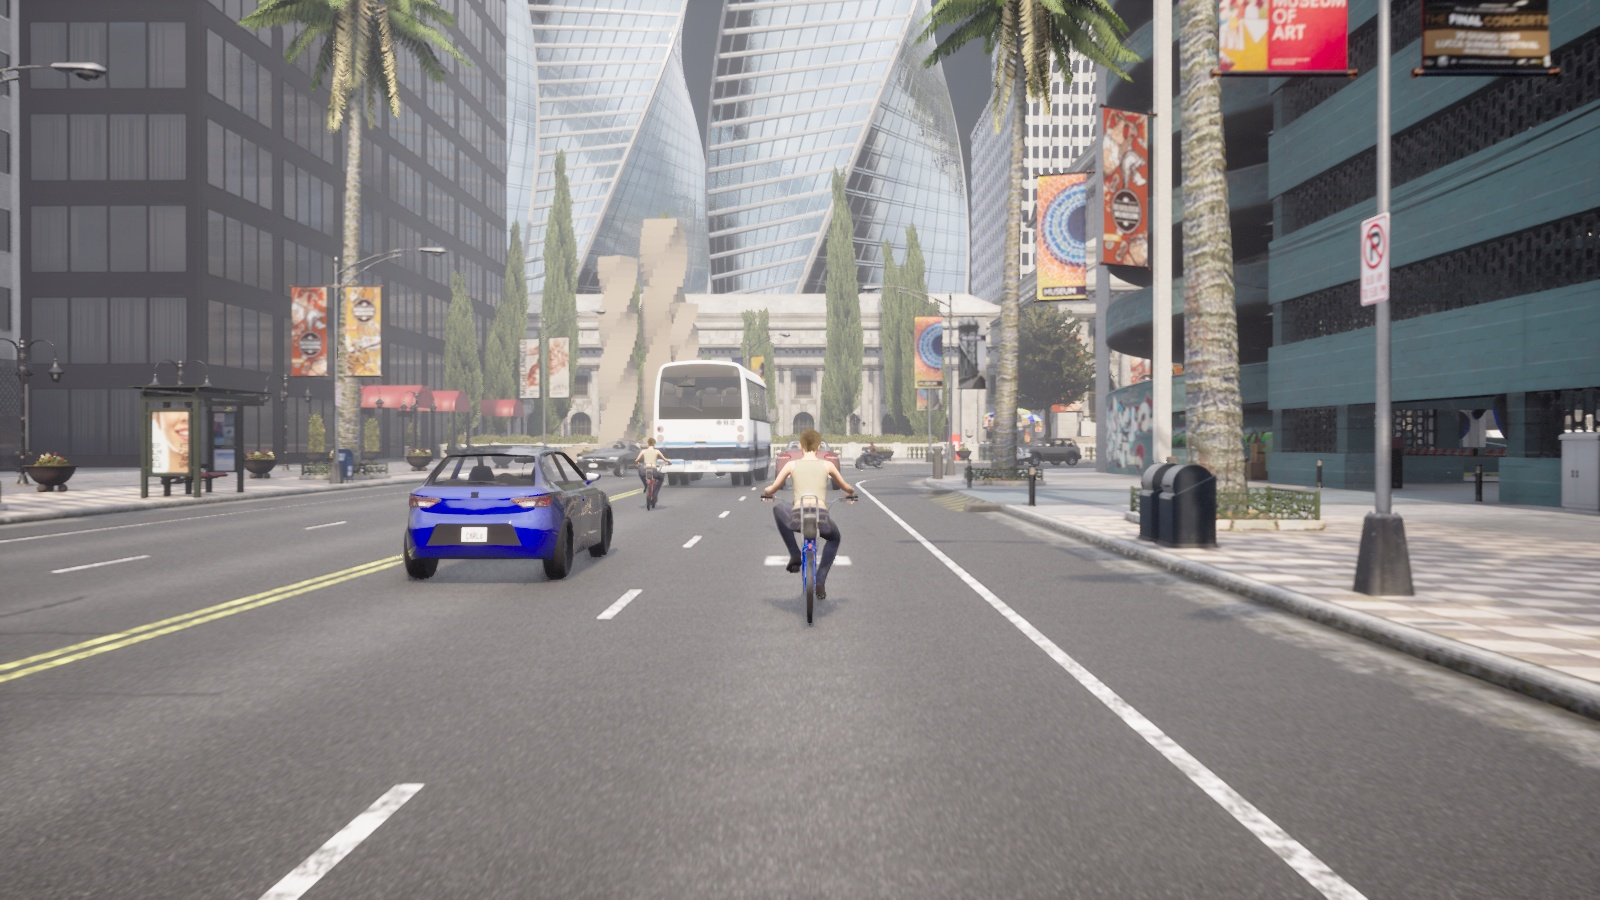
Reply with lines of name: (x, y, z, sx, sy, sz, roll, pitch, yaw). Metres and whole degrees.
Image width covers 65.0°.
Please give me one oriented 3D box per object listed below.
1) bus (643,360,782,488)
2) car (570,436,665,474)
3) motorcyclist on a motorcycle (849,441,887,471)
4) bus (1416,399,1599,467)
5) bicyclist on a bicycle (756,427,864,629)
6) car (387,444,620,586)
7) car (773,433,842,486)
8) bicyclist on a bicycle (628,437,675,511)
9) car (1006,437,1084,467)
bus: (-2.985, -0.896, 46.930, 3.944, 4.253, 10.273, 0, 0, 3)
car: (-8.134, 0.200, 56.516, 2.152, 1.651, 5.027, 0, 0, 19)
motorcyclist on a motorcycle: (3.839, 0.302, 70.595, 0.766, 1.649, 2.350, 1, 1, 43)
bus: (45.668, -1.048, 80.679, 10.273, 4.253, 3.944, 0, 0, 0)
bicyclist on a bicycle: (0.082, 0.622, 10.788, 0.866, 1.612, 1.509, 0, 0, 0)
car: (-3.398, 0.672, 15.223, 1.816, 1.474, 4.193, 0, 0, 0)
car: (0.273, 0.291, 41.664, 2.152, 1.651, 5.027, 0, 0, 1)
bicyclist on a bicycle: (-3.319, 0.522, 28.126, 0.866, 1.612, 1.509, 0, 0, 0)
car: (15.519, 0.127, 79.634, 4.605, 1.855, 1.932, 0, 0, -26)
